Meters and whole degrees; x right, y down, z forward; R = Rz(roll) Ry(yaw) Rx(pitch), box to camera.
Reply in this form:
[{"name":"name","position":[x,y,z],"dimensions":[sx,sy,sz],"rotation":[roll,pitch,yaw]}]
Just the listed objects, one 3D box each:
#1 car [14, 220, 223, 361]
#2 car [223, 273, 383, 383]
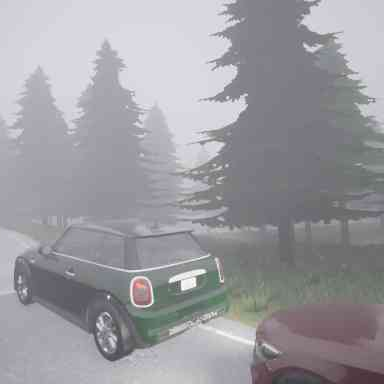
[{"name":"car","position":[-1.578,1.308,6.216],"dimensions":[4.553,1.767,2.097],"rotation":[1,1,44]},{"name":"car","position":[2.751,1.531,2.594],"dimensions":[4.674,1.442,1.812],"rotation":[1,0,36]}]
